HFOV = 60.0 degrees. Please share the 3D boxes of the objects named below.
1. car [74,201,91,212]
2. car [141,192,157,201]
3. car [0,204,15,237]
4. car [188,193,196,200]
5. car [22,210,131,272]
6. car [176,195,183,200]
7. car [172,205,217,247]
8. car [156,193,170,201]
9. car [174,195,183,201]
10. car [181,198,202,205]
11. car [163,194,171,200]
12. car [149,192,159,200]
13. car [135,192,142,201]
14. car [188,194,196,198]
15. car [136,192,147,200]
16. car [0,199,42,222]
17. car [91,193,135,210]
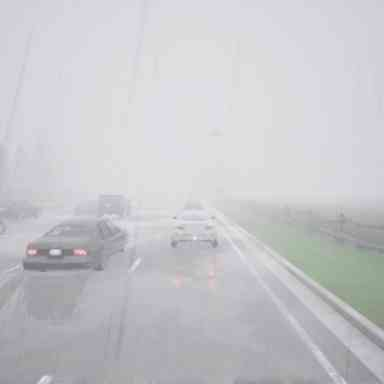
[{"bbox_3d":[-10.391,1.571,33.792,1.994,1.385,4.181,0,0,0],"label":"car"},{"bbox_3d":[-10.473,1.358,81.834,2.097,1.767,4.553,0,0,0],"label":"car"},{"bbox_3d":[-10.395,1.509,15.074,1.837,1.490,4.892,0,0,0],"label":"car"},{"bbox_3d":[0.023,1.213,91.903,2.097,1.767,4.553,0,0,0],"label":"car"},{"bbox_3d":[-3.398,1.550,10.788,2.033,1.411,5.357,0,0,0],"label":"car"},{"bbox_3d":[-3.475,1.437,91.537,1.895,1.301,4.718,0,0,0],"label":"car"},{"bbox_3d":[0.104,1.527,14.946,1.812,1.442,4.674,0,0,0],"label":"car"},{"bbox_3d":[-6.972,1.527,81.863,2.128,1.511,4.902,0,0,0],"label":"car"},{"bbox_3d":[-3.472,1.501,81.894,1.837,1.490,4.892,0,0,0],"label":"car"},{"bbox_3d":[0.111,1.567,33.997,1.994,1.385,4.181,0,0,0],"label":"car"},{"bbox_3d":[-6.977,1.361,91.914,1.837,1.490,4.892,0,0,0],"label":"car"},{"bbox_3d":[-10.477,1.087,91.935,2.150,2.045,5.566,0,0,0],"label":"car"},{"bbox_3d":[-13.973,1.230,81.512,2.150,2.045,5.566,0,0,0],"label":"car"},{"bbox_3d":[0.028,1.594,81.890,1.895,1.301,4.718,0,0,0],"label":"car"},{"bbox_3d":[-13.977,1.089,91.926,2.150,2.045,5.566,0,0,0],"label":"car"},{"bbox_3d":[-13.888,1.360,26.635,2.097,1.767,4.553,0,0,0],"label":"car"},{"bbox_3d":[-6.893,1.224,29.820,2.150,2.045,5.566,0,0,0],"label":"car"}]
